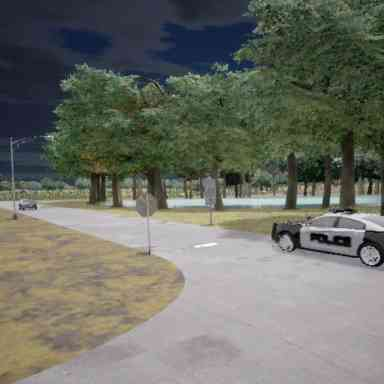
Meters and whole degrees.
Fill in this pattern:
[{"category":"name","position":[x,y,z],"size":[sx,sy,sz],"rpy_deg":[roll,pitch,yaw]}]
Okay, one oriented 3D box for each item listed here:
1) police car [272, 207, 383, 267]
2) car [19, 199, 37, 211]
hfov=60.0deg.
[{"category":"police car","position":[5.055,1.368,11.488],"size":[1.930,1.638,5.238],"rpy_deg":[-2,1,-35]},{"category":"car","position":[-23.139,1.746,46.813],"size":[1.837,1.490,4.892],"rpy_deg":[-3,1,-35]}]
